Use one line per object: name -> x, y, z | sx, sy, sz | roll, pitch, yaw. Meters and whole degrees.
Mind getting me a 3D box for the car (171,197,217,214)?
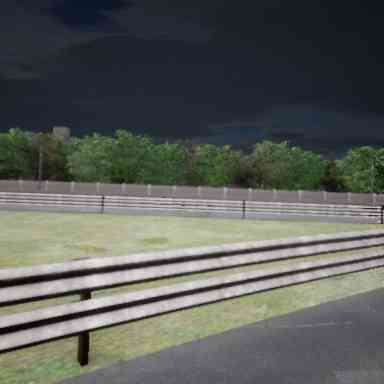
car -> 0.163, 1.097, 29.515 | 4.181, 1.385, 1.994 | 2, -1, -1
